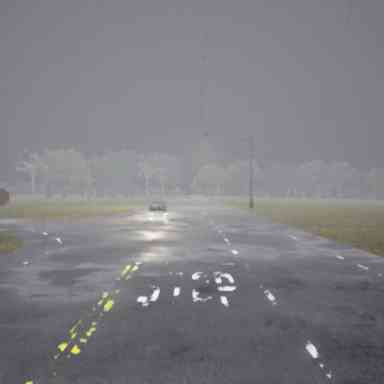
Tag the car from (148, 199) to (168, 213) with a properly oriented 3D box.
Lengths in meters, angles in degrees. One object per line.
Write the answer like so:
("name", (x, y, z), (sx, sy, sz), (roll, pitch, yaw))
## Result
("car", (-3.788, 1.566, 37.811), (1.837, 1.490, 4.892), (0, 0, -1))
